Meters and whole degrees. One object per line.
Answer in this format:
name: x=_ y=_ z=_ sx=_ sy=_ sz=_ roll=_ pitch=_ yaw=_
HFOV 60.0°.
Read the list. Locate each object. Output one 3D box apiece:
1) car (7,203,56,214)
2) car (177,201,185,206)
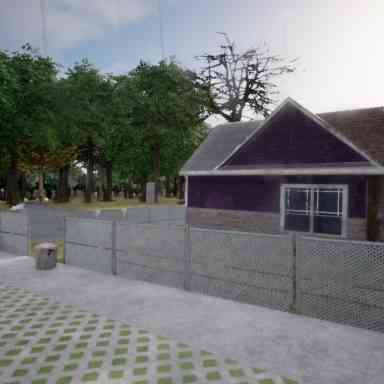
car: x=-12.080 y=1.549 z=24.039 sx=1.812 sy=1.442 sz=4.674 roll=2 pitch=1 yaw=36
car: x=0.337 y=1.376 z=41.191 sx=2.033 sy=1.411 sz=5.357 roll=2 pitch=2 yaw=36
